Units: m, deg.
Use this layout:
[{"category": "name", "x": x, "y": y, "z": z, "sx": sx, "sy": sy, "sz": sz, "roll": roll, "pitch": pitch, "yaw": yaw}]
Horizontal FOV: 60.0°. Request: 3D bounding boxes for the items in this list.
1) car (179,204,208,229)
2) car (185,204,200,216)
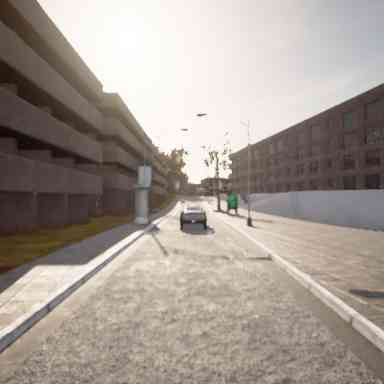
[{"category": "car", "x": 0.095, "y": 1.736, "z": 23.787, "sx": 2.128, "sy": 1.511, "sz": 4.902, "roll": 0, "pitch": -1, "yaw": 0}, {"category": "car", "x": 0.092, "y": 2.247, "z": 42.375, "sx": 1.812, "sy": 1.442, "sz": 4.674, "roll": 0, "pitch": -1, "yaw": 0}]
